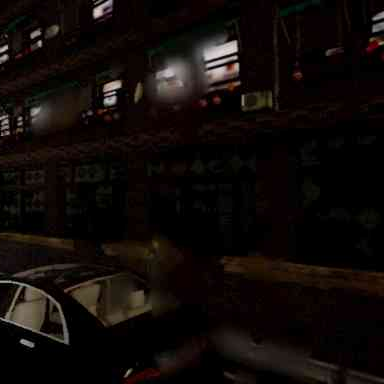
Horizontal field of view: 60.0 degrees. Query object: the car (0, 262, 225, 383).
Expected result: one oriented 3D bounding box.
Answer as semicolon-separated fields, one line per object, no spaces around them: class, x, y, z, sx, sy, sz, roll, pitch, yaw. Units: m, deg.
car;-1.718;1.568;4.113;4.403;1.369;2.008;0;-1;36
